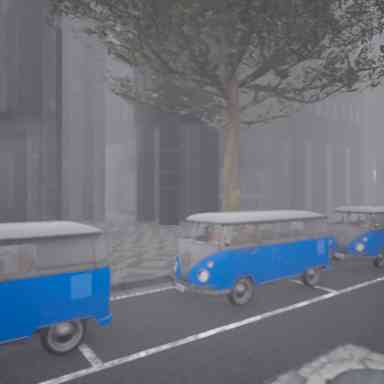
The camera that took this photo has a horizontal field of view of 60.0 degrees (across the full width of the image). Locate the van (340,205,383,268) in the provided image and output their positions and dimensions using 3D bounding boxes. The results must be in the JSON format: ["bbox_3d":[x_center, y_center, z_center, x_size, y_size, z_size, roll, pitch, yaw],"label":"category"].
[{"bbox_3d":[6.060,1.341,10.969,3.998,1.788,1.690,0,0,-35],"label":"van"}]

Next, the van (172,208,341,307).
[{"bbox_3d":[1.486,1.341,7.707,3.998,1.788,1.690,0,0,-35],"label":"van"}]

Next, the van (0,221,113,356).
[{"bbox_3d":[-3.088,1.341,4.444,3.998,1.788,1.690,0,0,-35],"label":"van"}]
